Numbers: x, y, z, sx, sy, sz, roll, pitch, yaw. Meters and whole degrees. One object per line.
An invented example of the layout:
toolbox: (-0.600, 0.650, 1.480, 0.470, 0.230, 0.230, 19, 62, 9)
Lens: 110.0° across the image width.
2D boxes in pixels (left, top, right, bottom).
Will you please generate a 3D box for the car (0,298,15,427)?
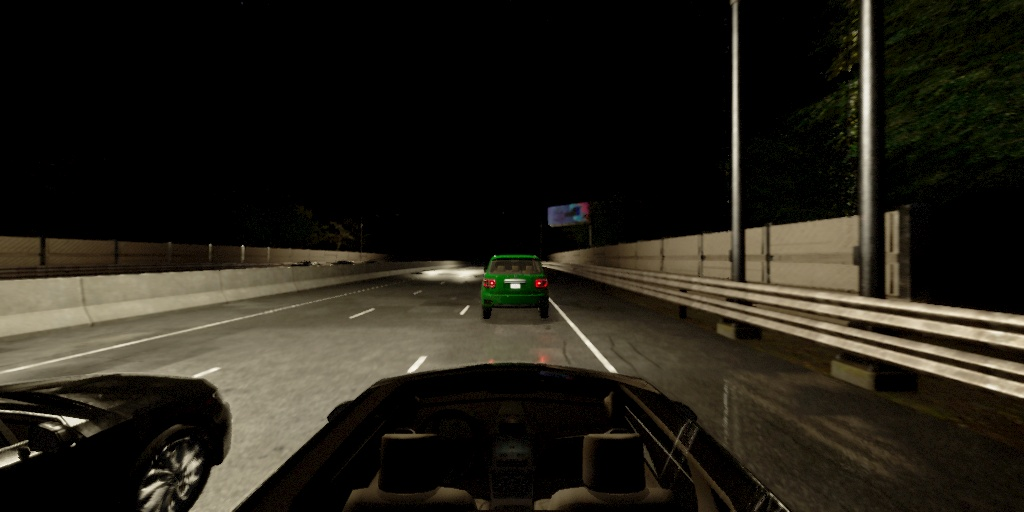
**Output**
car: (-6.900, 1.255, 1.869, 1.837, 1.490, 4.892, 0, 0, 0)

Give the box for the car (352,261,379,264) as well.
car: (-17.580, 1.384, 44.367, 1.837, 1.490, 4.892, 0, 0, 0)

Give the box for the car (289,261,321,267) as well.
car: (-24.580, 1.360, 42.699, 2.128, 1.511, 4.902, 0, 0, 0)

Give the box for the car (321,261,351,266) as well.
car: (-21.079, 1.357, 44.346, 1.882, 1.535, 5.008, 0, 0, 0)

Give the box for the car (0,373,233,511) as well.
car: (-3.400, 1.255, 1.182, 1.837, 1.490, 4.892, 0, 0, 0)

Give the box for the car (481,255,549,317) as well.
car: (0.102, 0.987, 13.281, 2.150, 2.045, 5.566, 0, 0, 0)
